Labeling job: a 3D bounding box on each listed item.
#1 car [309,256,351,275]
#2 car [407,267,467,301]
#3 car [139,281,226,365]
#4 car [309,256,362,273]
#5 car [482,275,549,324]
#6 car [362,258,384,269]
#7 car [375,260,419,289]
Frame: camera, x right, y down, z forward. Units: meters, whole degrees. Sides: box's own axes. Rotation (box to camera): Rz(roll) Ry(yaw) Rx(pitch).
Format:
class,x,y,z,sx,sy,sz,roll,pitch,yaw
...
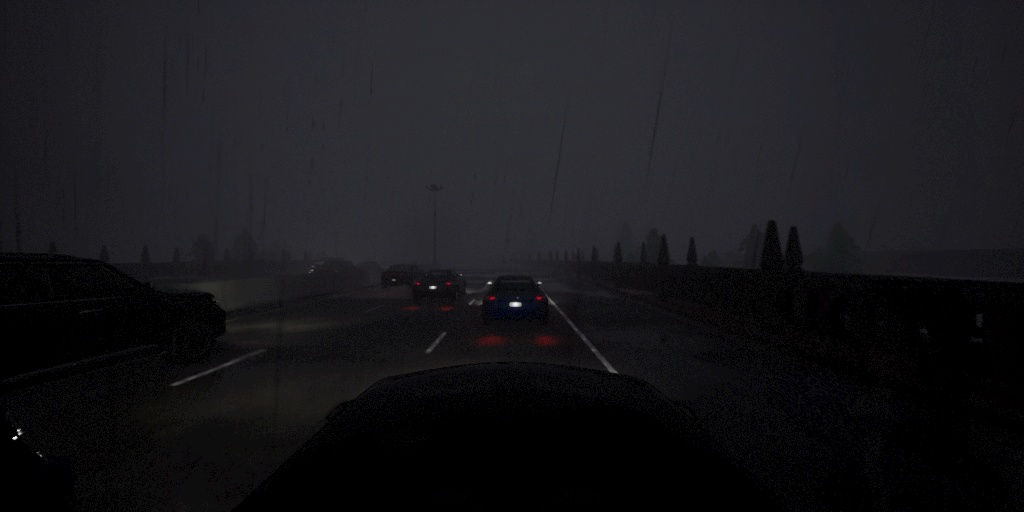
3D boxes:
class,x,y,z,sx,sy,sz,roll,pitch,yaw
car,-21.208,1.046,42.096,2.150,2.045,5.566,0,-1,-2
car,-3.398,1.327,17.416,1.994,1.385,4.181,0,0,0
car,-6.899,0.974,4.901,2.150,2.045,5.566,0,0,0
car,-14.105,1.135,28.442,2.097,1.767,4.553,0,0,0
car,0.101,1.320,11.981,1.994,1.385,4.181,0,0,0
car,-17.848,1.337,44.492,1.837,1.490,4.892,0,-1,-4
car,-6.897,1.251,23.408,1.882,1.535,5.008,0,0,0
